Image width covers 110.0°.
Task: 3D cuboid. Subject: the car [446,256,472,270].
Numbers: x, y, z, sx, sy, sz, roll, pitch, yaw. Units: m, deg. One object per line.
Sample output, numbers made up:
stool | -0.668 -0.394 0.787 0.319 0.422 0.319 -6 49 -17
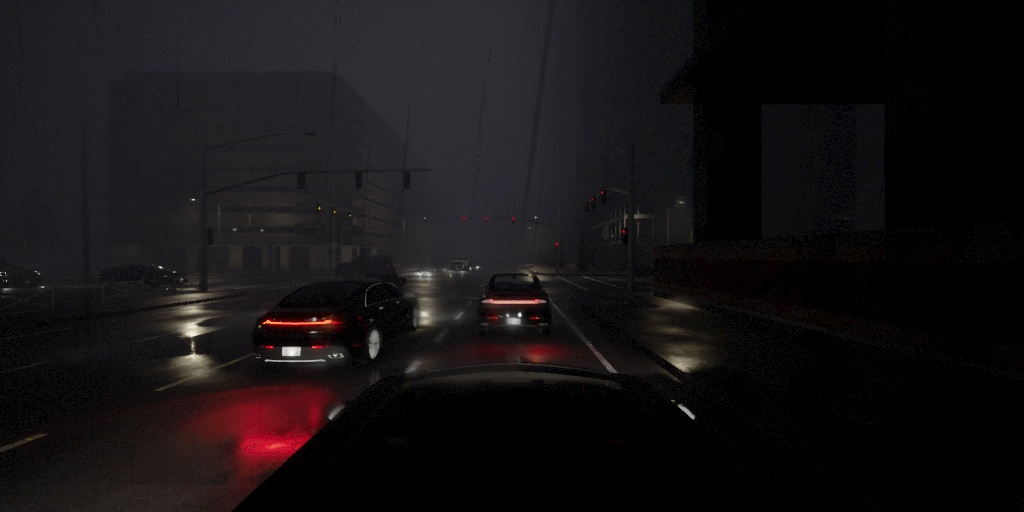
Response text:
car | -7.481 0.971 51.106 2.150 2.045 5.566 0 0 0

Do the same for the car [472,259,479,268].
car | -7.377 1.297 61.380 2.033 1.411 5.357 0 0 1

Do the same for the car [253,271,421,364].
car | -3.450 1.255 8.061 1.837 1.490 4.892 0 0 0

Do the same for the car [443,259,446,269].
car | -10.940 1.228 57.003 1.882 1.535 5.008 0 0 1

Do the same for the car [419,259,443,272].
car | -10.968 1.241 47.500 2.128 1.511 4.902 0 0 0

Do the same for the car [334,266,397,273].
car | -7.126 1.360 18.219 1.895 1.301 4.718 0 0 6

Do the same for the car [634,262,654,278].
car | 13.954 1.297 34.369 4.902 1.511 2.128 0 0 0

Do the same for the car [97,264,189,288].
car | -24.323 1.297 23.742 4.902 1.511 2.128 0 0 0

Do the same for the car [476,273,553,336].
car | 0.060 1.242 10.381 2.128 1.511 4.902 0 0 0

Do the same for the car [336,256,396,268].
car | -13.966 1.005 34.423 5.566 2.045 2.150 0 0 0

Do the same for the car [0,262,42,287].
car | -34.397 1.157 23.764 4.553 1.767 2.097 0 0 0
